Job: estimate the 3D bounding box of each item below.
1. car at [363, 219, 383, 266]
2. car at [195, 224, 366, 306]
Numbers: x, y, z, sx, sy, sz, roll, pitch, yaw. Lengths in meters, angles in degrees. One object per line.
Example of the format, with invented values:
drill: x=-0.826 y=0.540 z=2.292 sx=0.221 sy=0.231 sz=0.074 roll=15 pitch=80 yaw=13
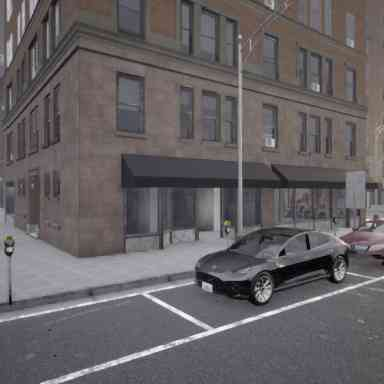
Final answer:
car: x=6.540 y=1.582 z=11.267 sx=4.206 sy=1.307 sz=1.802 roll=0 pitch=0 yaw=-36
car: x=2.077 y=1.566 z=8.049 sx=4.313 sy=1.339 sz=1.947 roll=0 pitch=0 yaw=-36
